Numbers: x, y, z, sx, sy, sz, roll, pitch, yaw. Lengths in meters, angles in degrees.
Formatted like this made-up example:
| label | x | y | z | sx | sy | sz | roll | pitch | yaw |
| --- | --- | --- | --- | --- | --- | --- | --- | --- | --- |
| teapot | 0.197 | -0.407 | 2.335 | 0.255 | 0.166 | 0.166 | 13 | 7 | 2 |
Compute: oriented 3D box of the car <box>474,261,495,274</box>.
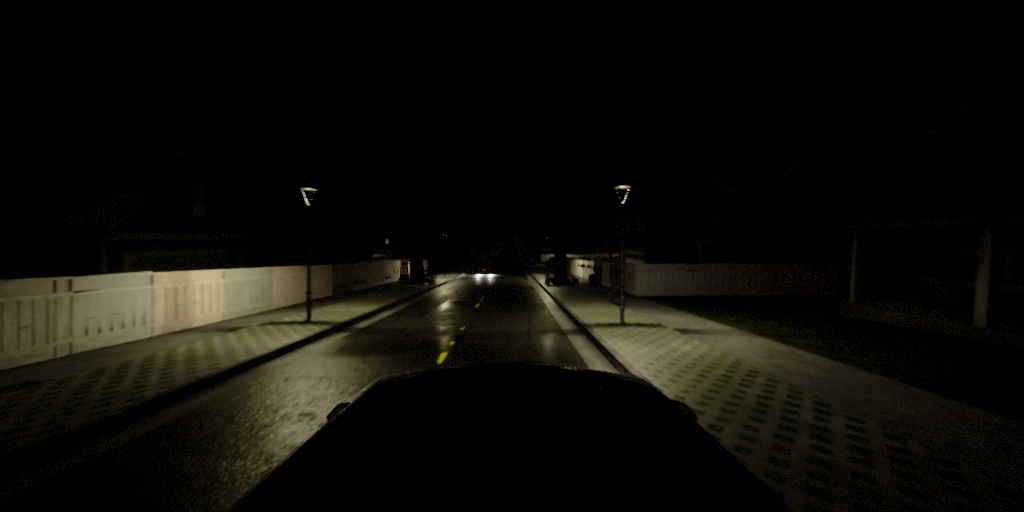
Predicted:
| label | x | y | z | sx | sy | sz | roll | pitch | yaw |
| --- | --- | --- | --- | --- | --- | --- | --- | --- | --- |
| car | -2.838 | 1.189 | 38.261 | 1.994 | 1.385 | 4.181 | 0 | 0 | 0 |
